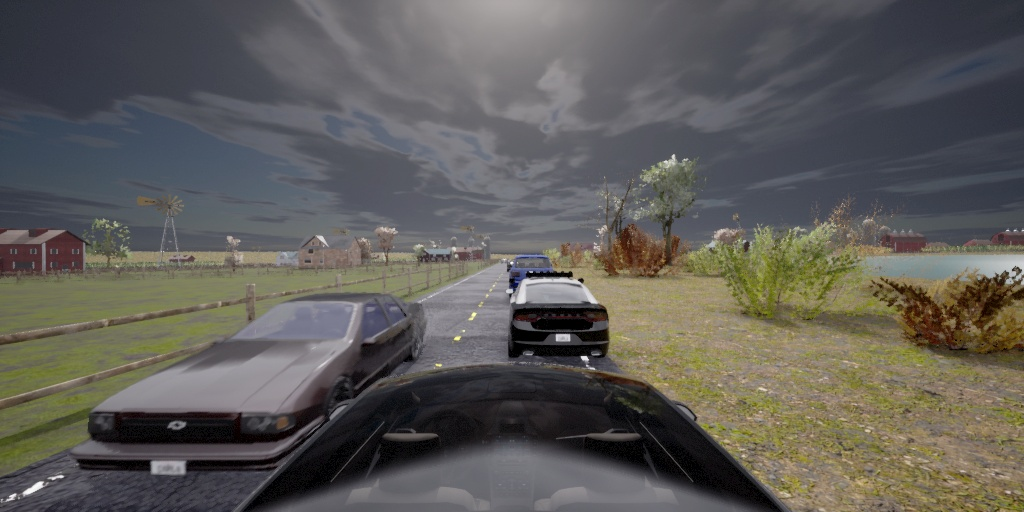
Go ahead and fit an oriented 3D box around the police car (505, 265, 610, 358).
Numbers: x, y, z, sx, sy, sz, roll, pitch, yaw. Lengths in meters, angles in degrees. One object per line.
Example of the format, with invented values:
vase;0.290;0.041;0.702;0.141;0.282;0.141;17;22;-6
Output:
police car;0.878;1.174;8.630;1.930;1.638;5.238;0;0;0

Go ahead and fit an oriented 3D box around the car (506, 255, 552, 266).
car;0.949;0.974;18.550;2.150;2.045;5.566;0;0;0

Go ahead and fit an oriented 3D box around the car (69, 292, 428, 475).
car;-2.721;1.297;5.517;2.033;1.411;5.357;0;0;0

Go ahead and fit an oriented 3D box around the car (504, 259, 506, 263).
car;0.347;1.334;46.308;1.994;1.385;4.181;0;0;2
